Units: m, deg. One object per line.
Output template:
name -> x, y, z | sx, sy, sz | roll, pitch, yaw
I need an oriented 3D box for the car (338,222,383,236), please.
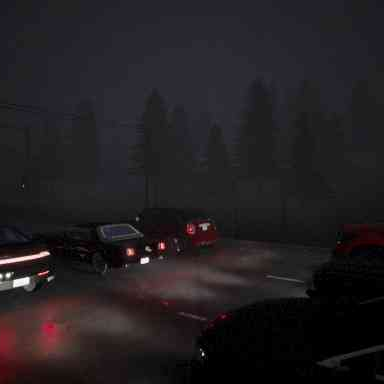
car -> 6.413, 1.221, 8.020 | 5.566, 2.045, 2.150 | 0, 0, 35

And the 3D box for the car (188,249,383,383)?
car -> 2.199, 1.492, 2.408 | 4.902, 1.511, 2.128 | 0, 0, 36

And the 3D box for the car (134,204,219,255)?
car -> -1.256, 1.352, 13.480 | 4.553, 1.767, 2.097 | 0, 0, 36

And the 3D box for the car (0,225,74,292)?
car -> -5.205, 1.492, 7.698 | 4.902, 1.511, 2.128 | 0, 0, 35

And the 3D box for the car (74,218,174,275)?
car -> -3.076, 1.601, 10.474 | 4.718, 1.301, 1.895 | 0, 0, 37

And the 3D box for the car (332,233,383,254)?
car -> 4.353, 1.601, 5.191 | 4.718, 1.301, 1.895 | 0, 0, 35
